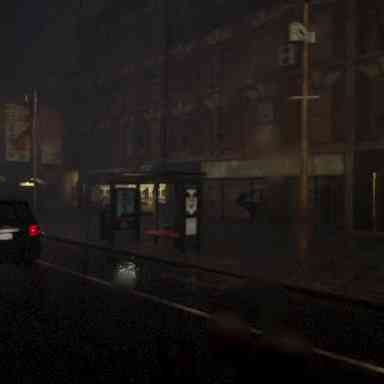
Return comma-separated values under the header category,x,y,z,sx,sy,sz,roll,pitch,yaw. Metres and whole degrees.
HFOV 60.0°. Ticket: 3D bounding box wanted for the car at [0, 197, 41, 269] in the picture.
category,x,y,z,sx,sy,sz,roll,pitch,yaw
car,-6.524,1.140,9.781,5.566,2.045,2.150,1,0,41
